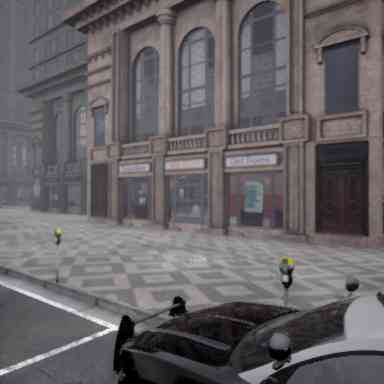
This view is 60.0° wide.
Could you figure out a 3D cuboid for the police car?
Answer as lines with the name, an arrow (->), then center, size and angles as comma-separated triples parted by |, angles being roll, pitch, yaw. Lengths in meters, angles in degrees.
police car -> 1.475, 1.450, 2.314 | 5.238, 1.638, 1.930 | 0, 0, 38
